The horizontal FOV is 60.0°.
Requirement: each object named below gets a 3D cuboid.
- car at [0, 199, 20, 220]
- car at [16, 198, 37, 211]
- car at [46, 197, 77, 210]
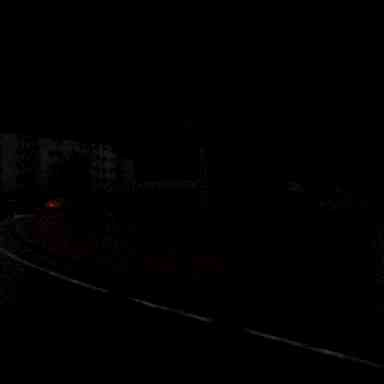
[{"bbox_3d":[-16.065,1.534,27.425,1.994,1.385,4.181,0,0,-14],"label":"car"},{"bbox_3d":[-20.558,1.483,39.946,1.812,1.442,4.674,0,0,4],"label":"car"},{"bbox_3d":[-16.705,1.437,42.872,1.882,1.535,5.008,0,0,9],"label":"car"}]
